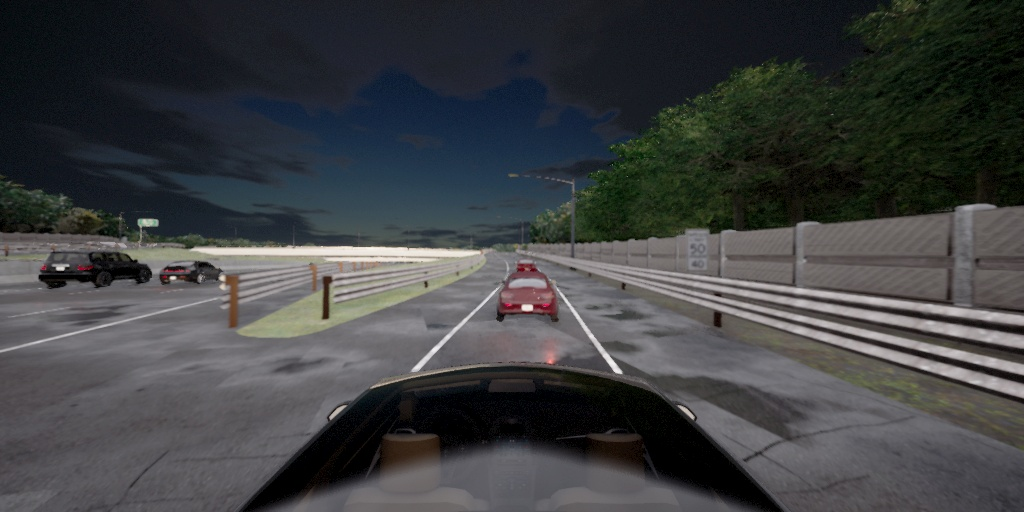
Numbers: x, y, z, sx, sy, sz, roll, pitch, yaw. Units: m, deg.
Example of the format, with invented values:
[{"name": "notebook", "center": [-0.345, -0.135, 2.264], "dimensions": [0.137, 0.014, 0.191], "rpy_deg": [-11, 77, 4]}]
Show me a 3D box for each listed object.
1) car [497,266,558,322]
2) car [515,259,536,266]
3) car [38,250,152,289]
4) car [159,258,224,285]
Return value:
[{"name": "car", "center": [0.531, 1.243, 12.126], "dimensions": [1.812, 1.442, 4.674], "rpy_deg": [0, 0, 3]}, {"name": "car", "center": [1.308, 0.974, 34.112], "dimensions": [1.882, 1.535, 5.008], "rpy_deg": [0, 1, 1]}, {"name": "car", "center": [-23.498, 0.728, 20.541], "dimensions": [2.150, 2.045, 5.566], "rpy_deg": [1, 0, -18]}, {"name": "car", "center": [-20.790, 1.057, 23.497], "dimensions": [1.837, 1.490, 4.892], "rpy_deg": [1, 0, -18]}]
